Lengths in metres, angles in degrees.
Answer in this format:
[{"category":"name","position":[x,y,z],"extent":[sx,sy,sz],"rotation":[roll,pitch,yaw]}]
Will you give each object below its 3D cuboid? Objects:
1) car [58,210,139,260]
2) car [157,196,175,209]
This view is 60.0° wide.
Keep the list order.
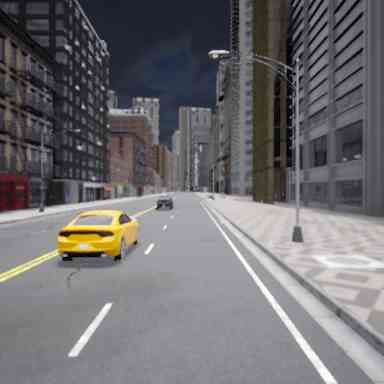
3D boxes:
[{"category":"car","position":[-3.149,1.404,12.109],"extent":[1.882,1.535,5.008],"rotation":[0,0,0]},{"category":"car","position":[-3.147,1.258,39.793],"extent":[1.837,1.490,4.892],"rotation":[0,0,0]}]
